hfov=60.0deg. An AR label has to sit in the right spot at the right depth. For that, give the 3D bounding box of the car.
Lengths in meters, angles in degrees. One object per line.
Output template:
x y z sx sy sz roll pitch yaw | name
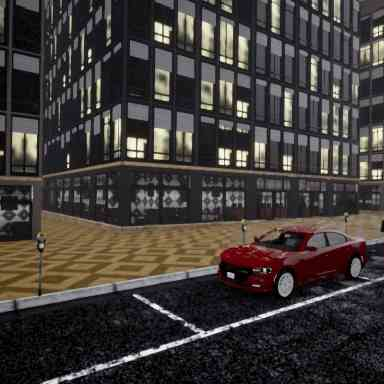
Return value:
2.665 1.547 8.454 4.507 1.381 1.887 0 1 -36 | car
